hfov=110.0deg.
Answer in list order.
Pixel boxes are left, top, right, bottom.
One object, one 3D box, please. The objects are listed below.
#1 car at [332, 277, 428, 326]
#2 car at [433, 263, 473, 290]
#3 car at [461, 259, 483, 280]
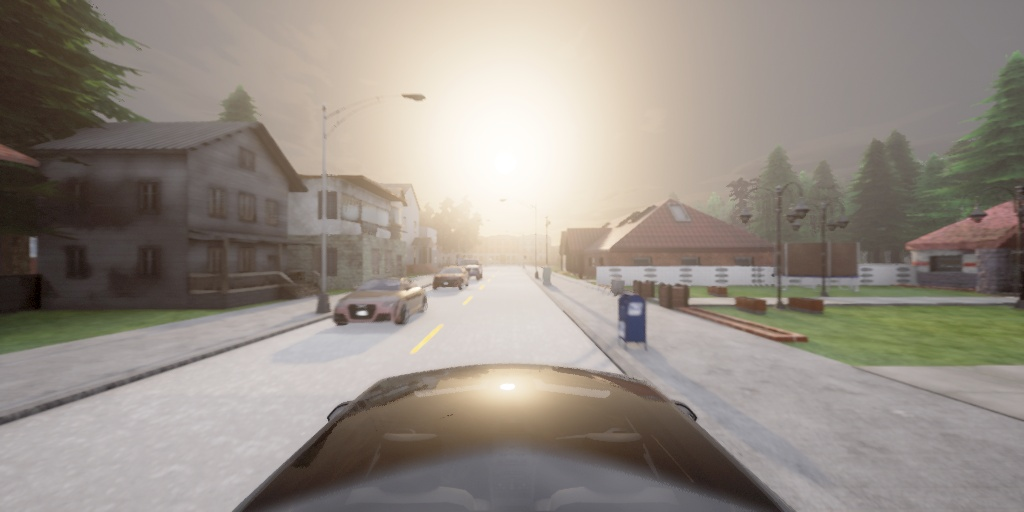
[{"bbox_3d":[-4.187,1.416,11.984,1.994,1.385,4.181,0,0,0],"label":"car"},{"bbox_3d":[-4.103,1.453,24.744,1.882,1.535,5.008,0,-1,0],"label":"car"},{"bbox_3d":[-4.119,1.284,35.499,2.150,2.045,5.566,0,-1,0],"label":"car"}]
